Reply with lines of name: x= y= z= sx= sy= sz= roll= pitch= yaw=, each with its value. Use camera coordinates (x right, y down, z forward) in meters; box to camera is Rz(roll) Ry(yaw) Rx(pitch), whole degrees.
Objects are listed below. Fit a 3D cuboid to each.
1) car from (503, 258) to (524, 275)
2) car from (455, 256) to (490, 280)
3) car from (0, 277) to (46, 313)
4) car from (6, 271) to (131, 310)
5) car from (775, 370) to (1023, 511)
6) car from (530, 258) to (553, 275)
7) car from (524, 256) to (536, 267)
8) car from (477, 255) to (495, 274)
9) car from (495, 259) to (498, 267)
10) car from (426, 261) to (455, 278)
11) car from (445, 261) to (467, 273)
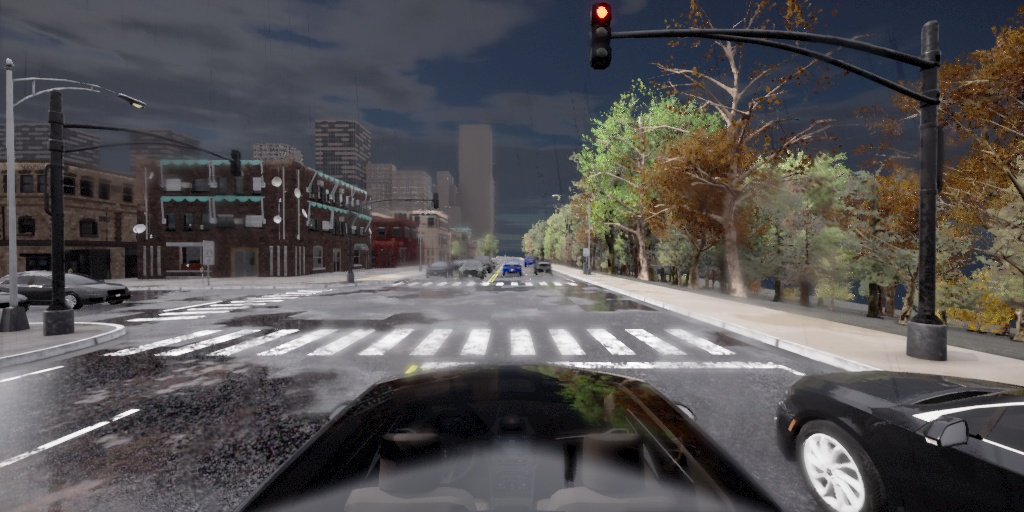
car: x=0.022 y=1.215 z=38.502 sx=1.882 sy=1.535 sz=5.008 roll=0 pitch=0 yaw=0
car: x=-3.405 y=1.093 z=31.712 sx=2.097 sy=1.767 sz=4.553 roll=0 pitch=0 yaw=0
car: x=-19.970 y=1.565 z=12.656 sx=4.313 sy=1.339 sz=1.948 roll=0 pitch=0 yaw=0
car: x=-19.370 y=1.470 z=15.339 sx=4.892 sy=1.490 sz=1.837 roll=-1 pitch=1 yaw=-2
car: x=3.365 y=1.255 z=1.275 sx=1.837 sy=1.490 sz=4.892 roll=0 pitch=0 yaw=-2
car: x=3.271 y=1.242 z=38.731 sx=1.837 sy=1.490 sz=4.892 roll=0 pitch=0 yaw=0
car: x=3.219 y=0.948 z=63.509 sx=2.150 sy=2.045 sz=5.566 roll=0 pitch=0 yaw=0
car: x=-3.425 y=0.958 z=41.308 sx=2.150 sy=2.045 sz=5.566 roll=0 pitch=0 yaw=0
car: x=-3.447 y=1.295 z=52.332 sx=1.994 sy=1.385 sz=4.181 roll=0 pitch=0 yaw=0
car: x=-6.656 y=1.217 z=33.540 sx=1.882 sy=1.535 sz=5.008 roll=0 pitch=0 yaw=0
car: x=-6.672 y=1.336 z=43.502 sx=1.895 sy=1.301 sz=4.718 roll=0 pitch=0 yaw=0
